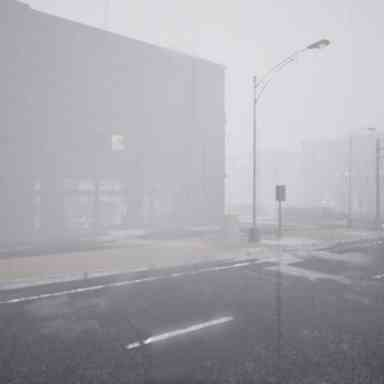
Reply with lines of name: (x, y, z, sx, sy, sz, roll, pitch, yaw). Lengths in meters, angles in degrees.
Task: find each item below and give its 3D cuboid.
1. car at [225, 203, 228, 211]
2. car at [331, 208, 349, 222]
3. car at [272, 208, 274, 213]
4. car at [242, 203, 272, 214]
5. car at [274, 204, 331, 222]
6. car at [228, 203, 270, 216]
car: (6.043, 2.372, 52.248, 1.802, 1.307, 4.206, -1, 0, -35)
car: (12.748, 2.103, 32.872, 2.033, 1.411, 5.357, 0, -1, -35)
car: (12.465, 2.215, 43.233, 2.008, 1.369, 4.403, -1, 0, -35)
car: (9.254, 2.310, 47.741, 1.802, 1.307, 4.206, -1, 0, -35)
car: (10.382, 2.121, 31.505, 1.947, 1.339, 4.313, -1, 0, -35)
car: (7.062, 2.174, 40.855, 1.837, 1.490, 4.892, 0, -1, -36)
